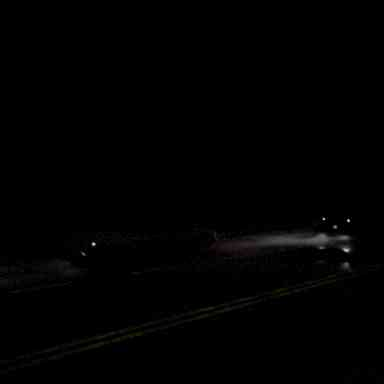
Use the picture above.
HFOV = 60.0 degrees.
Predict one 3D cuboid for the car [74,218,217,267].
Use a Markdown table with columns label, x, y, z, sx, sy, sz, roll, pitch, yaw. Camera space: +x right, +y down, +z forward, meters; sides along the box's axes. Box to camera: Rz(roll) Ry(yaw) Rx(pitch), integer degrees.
| label | x | y | z | sx | sy | sz | roll | pitch | yaw |
| --- | --- | --- | --- | --- | --- | --- | --- | --- | --- |
| car | -1.507 | 1.596 | 11.479 | 4.718 | 1.301 | 1.895 | 0 | 0 | -35 |

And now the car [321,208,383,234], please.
| label | x | y | z | sx | sy | sz | roll | pitch | yaw |
| --- | --- | --- | --- | --- | --- | --- | --- | --- | --- |
| car | 9.594 | 1.586 | 19.362 | 4.718 | 1.301 | 1.895 | 0 | 0 | -35 |
